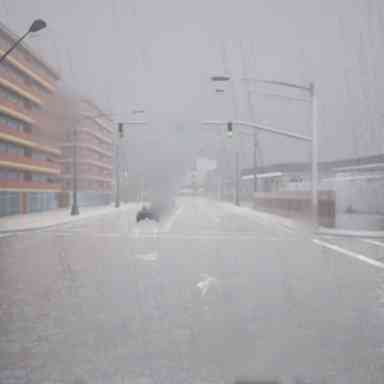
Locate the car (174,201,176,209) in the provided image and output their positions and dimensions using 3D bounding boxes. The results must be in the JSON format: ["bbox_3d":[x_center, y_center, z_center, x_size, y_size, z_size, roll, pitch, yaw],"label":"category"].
[{"bbox_3d":[-3.529,1.892,51.678,2.128,1.511,4.902,0,0,1],"label":"car"}]

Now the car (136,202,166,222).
[{"bbox_3d":[-3.588,1.840,28.560,1.895,1.301,4.718,0,0,0],"label":"car"}]

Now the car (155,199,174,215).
[{"bbox_3d":[-3.579,1.659,38.432,2.097,1.767,4.553,0,0,-1],"label":"car"}]
